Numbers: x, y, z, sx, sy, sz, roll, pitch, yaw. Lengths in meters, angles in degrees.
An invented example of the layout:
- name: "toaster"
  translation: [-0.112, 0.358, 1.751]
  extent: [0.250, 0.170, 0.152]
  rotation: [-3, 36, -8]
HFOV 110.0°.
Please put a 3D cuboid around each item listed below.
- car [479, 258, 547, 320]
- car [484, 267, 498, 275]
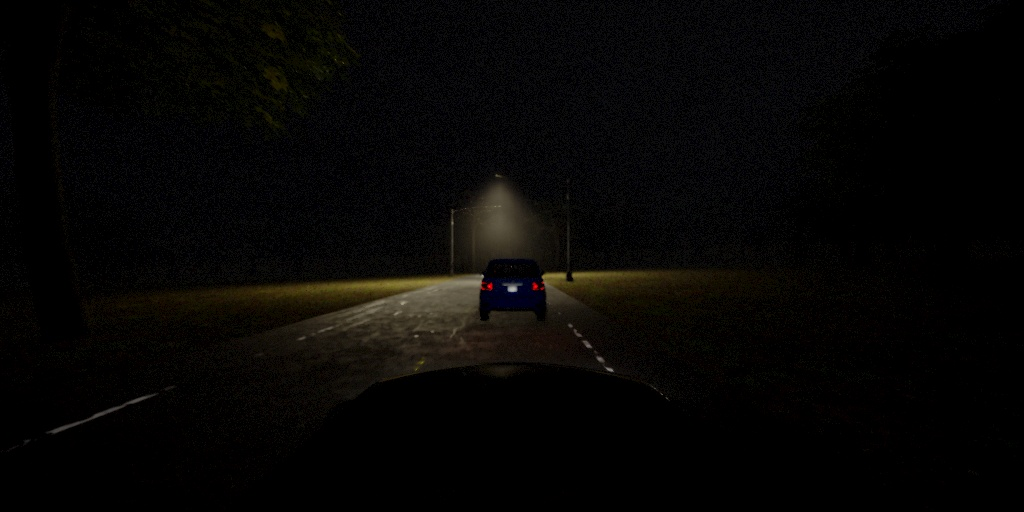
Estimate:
- name: "car"
  translation: [0.038, 1.110, 13.311]
  extent: [2.150, 2.045, 5.566]
  rotation: [0, -1, 0]
- name: "car"
  translation: [-3.549, 2.499, 60.759]
  extent: [1.994, 1.385, 4.181]
  rotation: [0, -1, 1]
